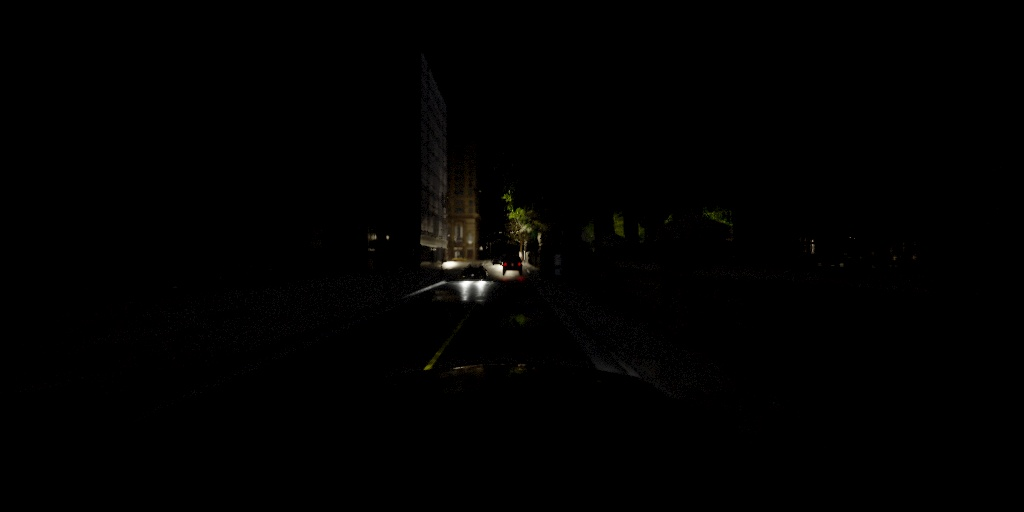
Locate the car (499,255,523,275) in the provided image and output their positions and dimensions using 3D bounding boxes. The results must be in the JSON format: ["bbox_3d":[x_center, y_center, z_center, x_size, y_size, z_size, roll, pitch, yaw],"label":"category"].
[{"bbox_3d":[0.049,0.971,38.934,2.150,2.045,5.566,0,0,0],"label":"car"}]

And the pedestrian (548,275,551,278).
[{"bbox_3d":[3.141,0.889,29.676,0.375,1.860,0.375,0,0,-15],"label":"pedestrian"}]

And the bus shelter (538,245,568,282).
[{"bbox_3d":[3.141,0.622,27.112,1.920,2.740,3.880,0,0,0],"label":"bus shelter"}]

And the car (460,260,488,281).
[{"bbox_3d":[-3.087,1.312,30.162,1.994,1.385,4.181,0,0,0],"label":"car"}]
